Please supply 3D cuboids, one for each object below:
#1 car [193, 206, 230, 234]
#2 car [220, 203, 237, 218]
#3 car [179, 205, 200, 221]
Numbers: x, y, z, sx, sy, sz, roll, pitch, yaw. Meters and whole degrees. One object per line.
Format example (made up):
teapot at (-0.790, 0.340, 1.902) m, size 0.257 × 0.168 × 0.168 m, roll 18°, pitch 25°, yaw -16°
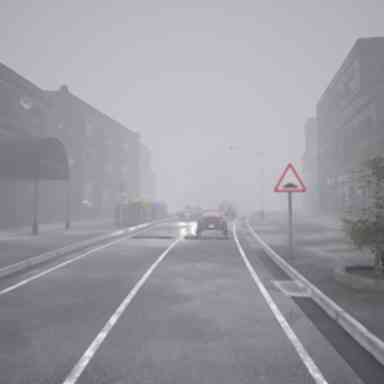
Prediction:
car at (1.360, 1.829, 21.245) m, size 1.812 × 1.442 × 4.674 m, roll 0°, pitch -2°, yaw 6°
car at (4.091, 2.054, 38.588) m, size 2.097 × 1.767 × 4.553 m, roll -1°, pitch -1°, yaw 11°
car at (-0.017, 2.106, 33.967) m, size 2.128 × 1.511 × 4.902 m, roll 0°, pitch -2°, yaw 10°
